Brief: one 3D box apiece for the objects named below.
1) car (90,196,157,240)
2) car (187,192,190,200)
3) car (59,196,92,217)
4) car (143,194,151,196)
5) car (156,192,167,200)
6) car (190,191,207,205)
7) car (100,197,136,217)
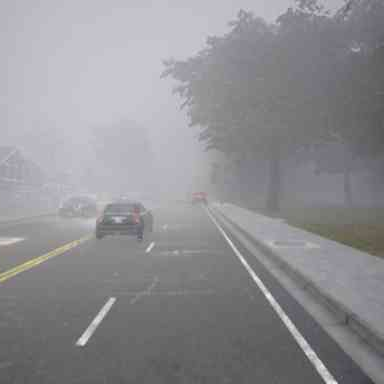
[{"bbox_3d":[-3.153,1.236,16.355,2.097,1.767,4.553,0,0,0],"label":"car"},{"bbox_3d":[-0.019,0.742,70.163,2.097,1.767,4.553,0,0,0],"label":"car"},{"bbox_3d":[-9.851,1.144,28.990,2.097,1.767,4.553,0,0,0],"label":"car"},{"bbox_3d":[-9.770,1.090,71.138,1.994,1.385,4.181,0,0,0],"label":"car"},{"bbox_3d":[-6.520,0.882,71.585,2.097,1.767,4.553,0,0,0],"label":"car"},{"bbox_3d":[1.123,0.882,51.070,2.150,2.045,5.566,0,0,0],"label":"car"},{"bbox_3d":[-6.601,1.275,30.220,2.128,1.511,4.902,0,0,0],"label":"car"}]
